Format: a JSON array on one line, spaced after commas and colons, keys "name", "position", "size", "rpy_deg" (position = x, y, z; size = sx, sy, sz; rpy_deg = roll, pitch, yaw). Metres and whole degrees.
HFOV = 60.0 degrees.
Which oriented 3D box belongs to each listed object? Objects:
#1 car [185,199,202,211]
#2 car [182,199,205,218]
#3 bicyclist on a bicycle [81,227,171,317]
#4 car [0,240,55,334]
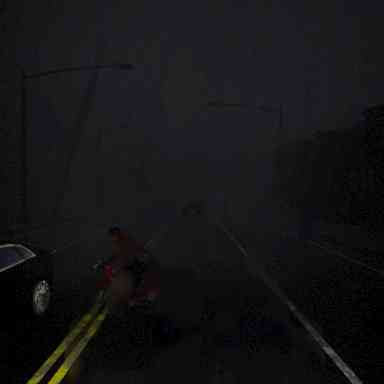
[{"name": "car", "position": [0.154, 1.564, 41.646], "size": [1.994, 1.385, 4.181], "rpy_deg": [0, 0, 0]}, {"name": "car", "position": [0.147, 1.492, 30.663], "size": [2.128, 1.511, 4.902], "rpy_deg": [0, 0, 0]}, {"name": "bicyclist on a bicycle", "position": [-1.210, 1.455, 6.025], "size": [1.656, 1.620, 0.582], "rpy_deg": [-2, 0, 0]}, {"name": "car", "position": [-3.587, 1.491, 4.562], "size": [2.128, 1.511, 4.902], "rpy_deg": [0, 0, 0]}]
